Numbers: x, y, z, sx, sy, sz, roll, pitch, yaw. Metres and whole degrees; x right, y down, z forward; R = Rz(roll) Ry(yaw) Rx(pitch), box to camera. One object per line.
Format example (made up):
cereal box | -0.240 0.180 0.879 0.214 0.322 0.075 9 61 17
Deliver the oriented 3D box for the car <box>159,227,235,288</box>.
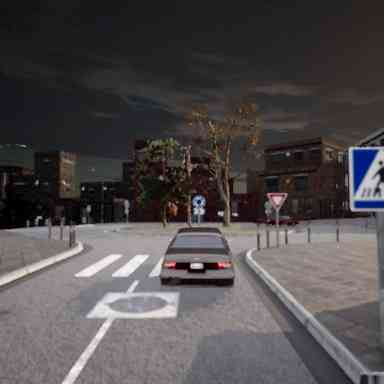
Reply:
car | 0.226 1.747 9.765 2.033 1.411 5.357 0 -2 3

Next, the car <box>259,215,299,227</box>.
car | 10.057 3.398 39.014 1.895 1.301 4.718 2 -4 -35
